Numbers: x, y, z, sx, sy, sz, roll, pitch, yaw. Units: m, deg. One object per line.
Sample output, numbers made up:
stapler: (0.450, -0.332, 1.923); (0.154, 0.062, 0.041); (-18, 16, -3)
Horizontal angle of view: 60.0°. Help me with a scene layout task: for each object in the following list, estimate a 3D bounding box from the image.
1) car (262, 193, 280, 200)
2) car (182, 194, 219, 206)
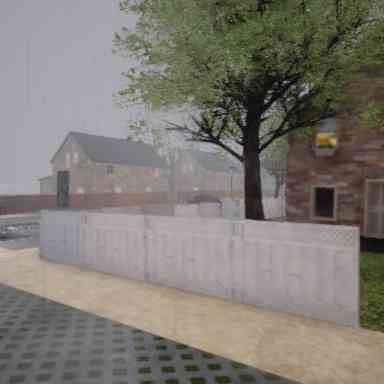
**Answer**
car: (11.248, 0.883, 48.693); (1.895, 1.301, 4.718); (2, 2, 35)
car: (0.901, 0.958, 34.199); (1.882, 1.535, 5.008); (2, 2, 35)
